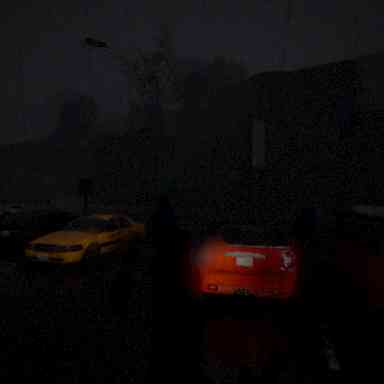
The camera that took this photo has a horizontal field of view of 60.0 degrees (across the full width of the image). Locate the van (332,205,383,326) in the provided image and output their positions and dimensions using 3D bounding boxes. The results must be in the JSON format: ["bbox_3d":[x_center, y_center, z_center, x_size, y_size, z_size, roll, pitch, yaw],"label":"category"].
[{"bbox_3d":[3.978,1.264,6.517,1.878,1.987,4.442,1,0,16],"label":"van"}]

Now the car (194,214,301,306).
[{"bbox_3d":[1.558,1.358,8.338,2.185,1.767,4.553,0,-1,15],"label":"car"}]

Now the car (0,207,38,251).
[{"bbox_3d":[-5.714,1.476,13.593,2.163,1.488,4.792,0,-1,15],"label":"car"}]

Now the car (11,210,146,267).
[{"bbox_3d":[-3.338,1.455,11.652,1.946,1.575,5.366,1,0,16],"label":"car"}]
